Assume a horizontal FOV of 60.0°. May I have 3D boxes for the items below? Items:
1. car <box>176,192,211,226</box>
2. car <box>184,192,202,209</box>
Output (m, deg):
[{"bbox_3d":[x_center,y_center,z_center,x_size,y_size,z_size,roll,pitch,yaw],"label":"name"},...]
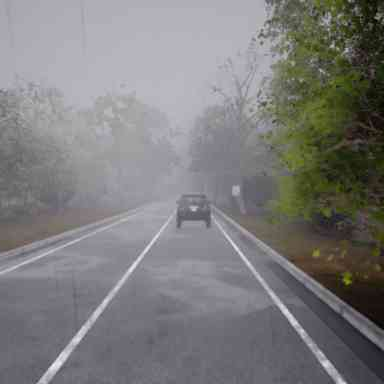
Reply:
[{"bbox_3d":[0.106,1.149,22.647,2.150,2.045,5.566,0,0,0],"label":"car"},{"bbox_3d":[0.111,1.008,42.014,2.150,2.045,5.566,0,1,0],"label":"car"}]
